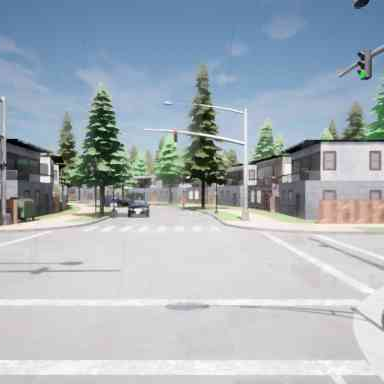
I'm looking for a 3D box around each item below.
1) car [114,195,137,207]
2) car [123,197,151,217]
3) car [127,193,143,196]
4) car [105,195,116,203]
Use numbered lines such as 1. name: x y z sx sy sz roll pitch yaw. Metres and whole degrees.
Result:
1. car: -9.840 1.566 49.315 1.895 1.301 4.718 0 0 -24
2. car: -4.839 1.457 30.567 2.128 1.511 4.902 0 0 -7
3. car: -10.391 1.187 58.441 2.150 2.045 5.566 0 0 -36
4. car: -16.507 1.318 66.785 2.097 1.767 4.553 0 0 -45
